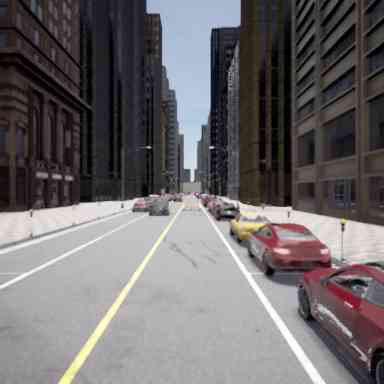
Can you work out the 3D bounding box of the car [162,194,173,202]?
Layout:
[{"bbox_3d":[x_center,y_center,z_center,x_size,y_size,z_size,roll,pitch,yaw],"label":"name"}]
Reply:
[{"bbox_3d":[-5.765,1.329,77.486,2.192,1.841,5.009,0,0,0],"label":"car"}]

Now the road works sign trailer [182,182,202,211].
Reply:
[{"bbox_3d":[-0.001,0.465,40.233,2.380,3.560,2.880,0,0,0],"label":"road works sign trailer"}]

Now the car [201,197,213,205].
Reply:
[{"bbox_3d":[2.761,1.557,60.648,2.008,1.369,4.403,0,0,0],"label":"car"}]

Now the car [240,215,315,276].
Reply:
[{"bbox_3d":[2.762,1.579,10.079,1.802,1.307,4.206,0,0,0],"label":"car"}]

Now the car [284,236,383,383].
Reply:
[{"bbox_3d":[2.763,1.580,4.460,1.802,1.307,4.206,0,0,0],"label":"car"}]

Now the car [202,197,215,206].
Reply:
[{"bbox_3d":[2.761,1.571,55.029,1.947,1.339,4.313,0,0,0],"label":"car"}]

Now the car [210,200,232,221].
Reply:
[{"bbox_3d":[2.762,1.564,26.935,1.947,1.339,4.313,0,0,0],"label":"car"}]

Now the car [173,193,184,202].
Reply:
[{"bbox_3d":[-3.002,1.437,72.776,1.882,1.535,5.008,0,0,0],"label":"car"}]

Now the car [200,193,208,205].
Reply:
[{"bbox_3d":[2.761,1.318,49.410,2.192,1.841,5.009,0,0,0],"label":"car"}]

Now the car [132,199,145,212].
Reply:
[{"bbox_3d":[-5.764,1.583,38.157,1.802,1.307,4.206,0,0,0],"label":"car"}]

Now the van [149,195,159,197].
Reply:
[{"bbox_3d":[-5.764,1.344,49.394,1.690,1.788,3.998,0,0,0],"label":"van"}]

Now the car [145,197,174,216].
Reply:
[{"bbox_3d":[-3.097,1.504,32.293,1.837,1.490,4.892,0,0,0],"label":"car"}]

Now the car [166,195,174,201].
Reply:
[{"bbox_3d":[-5.766,1.565,88.723,1.887,1.381,4.507,0,0,0],"label":"car"}]

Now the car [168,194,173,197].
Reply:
[{"bbox_3d":[-5.765,1.593,71.867,1.802,1.307,4.206,0,0,0],"label":"car"}]

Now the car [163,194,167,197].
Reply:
[{"bbox_3d":[-5.764,1.550,55.012,1.887,1.381,4.507,0,0,0],"label":"car"}]

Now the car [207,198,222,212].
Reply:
[{"bbox_3d":[2.761,1.544,32.554,1.887,1.381,4.507,0,0,0],"label":"car"}]

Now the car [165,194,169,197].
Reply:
[{"bbox_3d":[-5.764,1.573,60.631,1.947,1.339,4.313,0,0,0],"label":"car"}]

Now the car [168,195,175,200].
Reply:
[{"bbox_3d":[-5.766,1.605,94.341,1.802,1.307,4.206,0,0,0],"label":"car"}]

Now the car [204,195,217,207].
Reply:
[{"bbox_3d":[2.761,1.441,38.173,1.967,1.590,4.097,0,0,0],"label":"car"}]

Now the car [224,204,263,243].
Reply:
[{"bbox_3d":[2.762,1.522,15.868,1.752,1.417,4.829,0,0,0],"label":"car"}]
